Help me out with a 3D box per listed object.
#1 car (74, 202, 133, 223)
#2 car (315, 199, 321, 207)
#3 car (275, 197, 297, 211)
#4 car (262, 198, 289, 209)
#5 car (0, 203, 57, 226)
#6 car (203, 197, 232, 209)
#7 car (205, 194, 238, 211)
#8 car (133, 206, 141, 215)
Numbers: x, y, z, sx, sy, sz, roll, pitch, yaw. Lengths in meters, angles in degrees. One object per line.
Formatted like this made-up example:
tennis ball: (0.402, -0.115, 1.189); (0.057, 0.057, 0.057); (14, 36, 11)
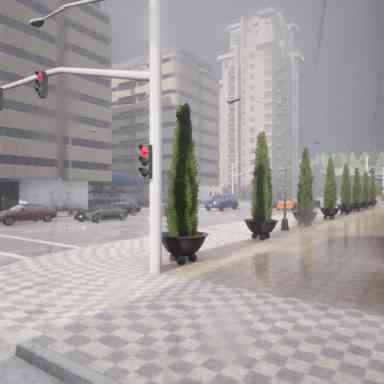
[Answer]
car: (-7.047, 1.619, 26.072); (1.994, 1.385, 4.181); (0, 0, 35)
car: (17.529, 1.533, 49.049); (1.882, 1.535, 5.008); (0, 0, 35)
car: (12.270, 1.407, 41.392); (2.097, 1.767, 4.553); (0, 0, 35)
car: (11.886, 1.603, 47.002); (2.033, 1.411, 5.357); (0, 0, 35)
car: (-12.318, 1.581, 24.559); (1.812, 1.442, 4.674); (0, 0, 35)
car: (3.720, 1.560, 47.781); (1.837, 1.490, 4.892); (0, 0, 35)
car: (3.806, 1.277, 41.774); (2.150, 2.045, 5.566); (0, 0, 35)
car: (-7.167, 1.656, 32.060); (1.895, 1.301, 4.718); (0, 0, 35)
